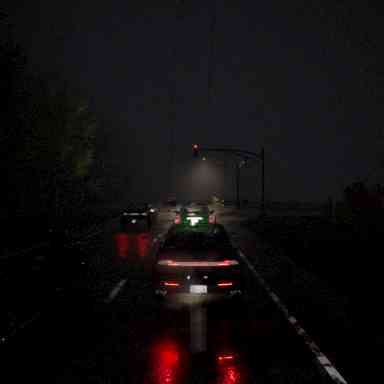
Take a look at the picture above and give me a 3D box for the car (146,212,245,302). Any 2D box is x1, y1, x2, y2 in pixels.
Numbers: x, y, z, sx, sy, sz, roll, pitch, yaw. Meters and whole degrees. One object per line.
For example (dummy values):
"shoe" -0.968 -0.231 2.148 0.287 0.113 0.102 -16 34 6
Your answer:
"car" 0.116 1.494 8.270 2.128 1.511 4.902 0 0 0

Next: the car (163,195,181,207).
"car" -3.305 1.498 51.001 2.128 1.511 4.902 0 0 0

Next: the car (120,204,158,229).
"car" -3.358 1.496 21.698 2.128 1.511 4.902 0 0 0

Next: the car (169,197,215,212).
"car" 0.132 1.356 17.420 2.097 1.767 4.553 0 0 0

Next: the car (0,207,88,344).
"car" -3.390 1.224 5.022 2.150 2.045 5.566 0 0 0
